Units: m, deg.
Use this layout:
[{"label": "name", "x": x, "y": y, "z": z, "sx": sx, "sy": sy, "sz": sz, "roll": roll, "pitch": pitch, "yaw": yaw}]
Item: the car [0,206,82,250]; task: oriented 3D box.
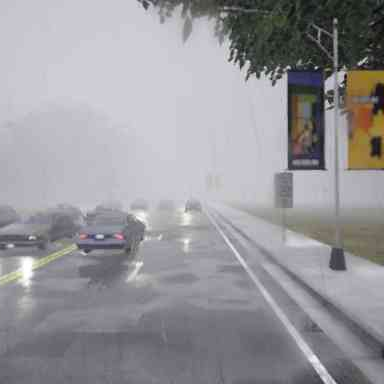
[{"label": "car", "x": -6.579, "y": 1.574, "z": 14.719, "sx": 2.033, "sy": 1.411, "sz": 5.357, "roll": 0, "pitch": 0, "yaw": 0}]

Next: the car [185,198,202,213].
[{"label": "car", "x": 0.151, "y": 1.648, "z": 37.948, "sx": 1.895, "sy": 1.301, "sz": 4.718, "roll": 0, "pitch": 0, "yaw": 0}]

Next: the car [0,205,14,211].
[{"label": "car", "x": -9.823, "y": 1.382, "z": 15.369, "sx": 2.097, "sy": 1.767, "sz": 4.553, "roll": 0, "pitch": 0, "yaw": 0}]

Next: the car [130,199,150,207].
[{"label": "car", "x": -6.444, "y": 1.577, "z": 41.281, "sx": 1.882, "sy": 1.535, "sz": 5.008, "roll": 0, "pitch": 0, "yaw": 0}]

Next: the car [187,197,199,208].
[{"label": "car", "x": 0.160, "y": 1.581, "z": 50.931, "sx": 1.812, "sy": 1.442, "sz": 4.674, "roll": 0, "pitch": 0, "yaw": 0}]

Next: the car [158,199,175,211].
[{"label": "car", "x": -3.094, "y": 1.599, "z": 40.644, "sx": 2.033, "sy": 1.411, "sz": 5.357, "roll": 0, "pitch": 0, "yaw": 0}]

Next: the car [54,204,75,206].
[{"label": "car", "x": -9.804, "y": 1.606, "z": 25.296, "sx": 1.994, "sy": 1.385, "sz": 4.181, "roll": 0, "pitch": 0, "yaw": 0}]

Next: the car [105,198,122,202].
[{"label": "car", "x": -9.703, "y": 1.549, "z": 40.515, "sx": 2.128, "sy": 1.511, "sz": 4.902, "roll": 0, "pitch": 0, "yaw": 0}]

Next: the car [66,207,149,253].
[{"label": "car", "x": -3.132, "y": 1.571, "z": 13.841, "sx": 2.033, "sy": 1.411, "sz": 5.357, "roll": 0, "pitch": 0, "yaw": 0}]

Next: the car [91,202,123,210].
[{"label": "car", "x": -6.560, "y": 1.640, "z": 24.806, "sx": 1.895, "sy": 1.301, "sz": 4.718, "roll": 0, "pitch": 0, "yaw": 0}]
